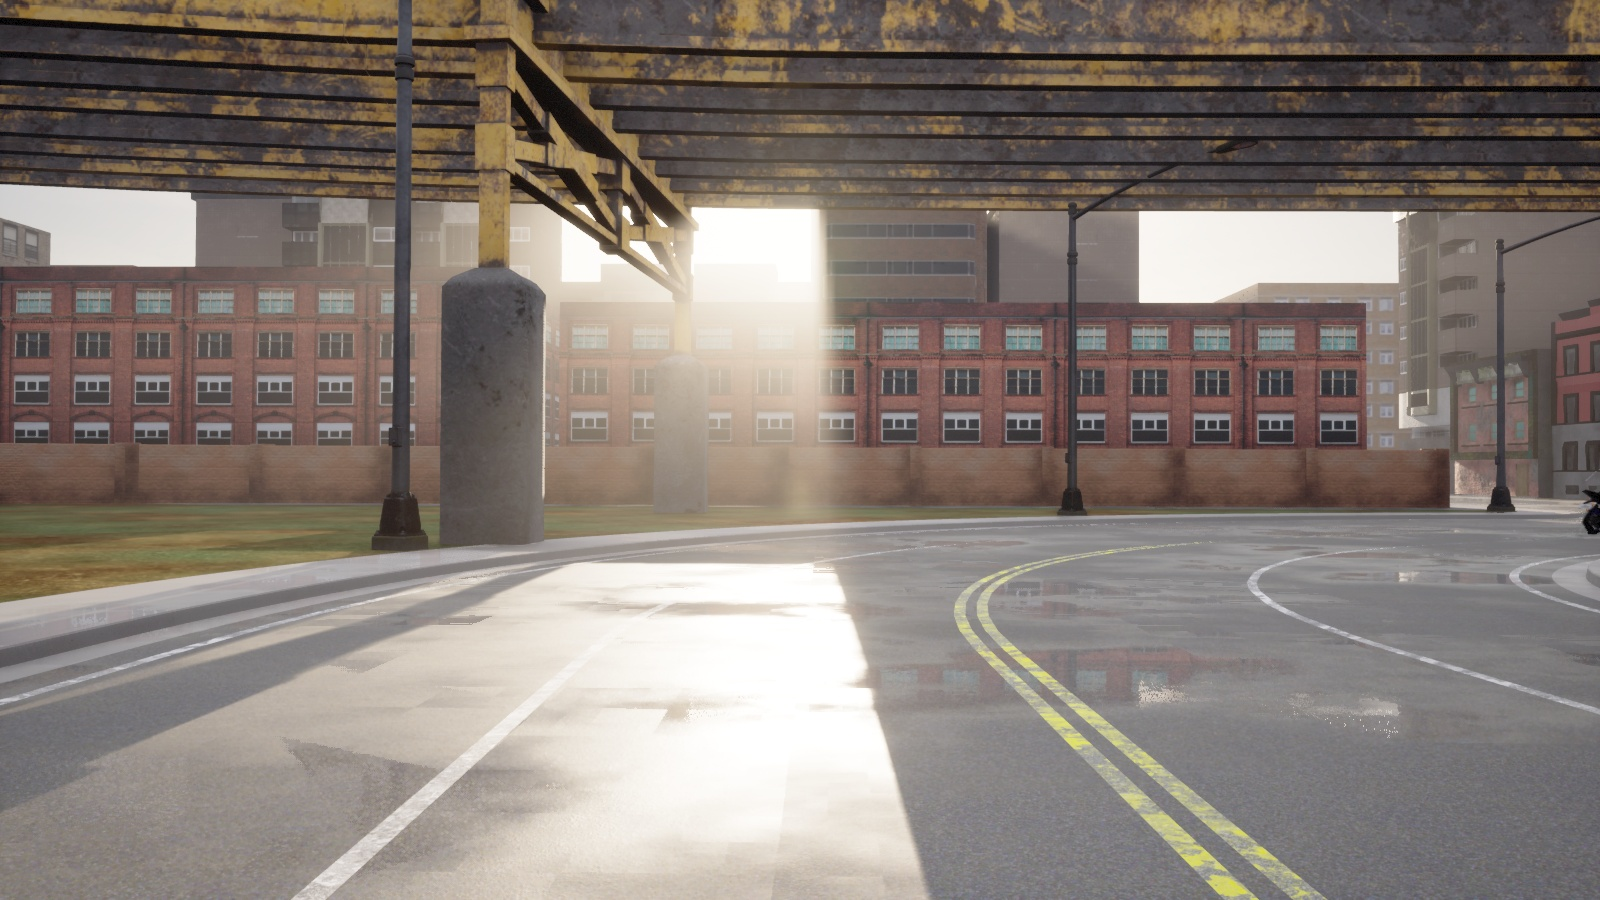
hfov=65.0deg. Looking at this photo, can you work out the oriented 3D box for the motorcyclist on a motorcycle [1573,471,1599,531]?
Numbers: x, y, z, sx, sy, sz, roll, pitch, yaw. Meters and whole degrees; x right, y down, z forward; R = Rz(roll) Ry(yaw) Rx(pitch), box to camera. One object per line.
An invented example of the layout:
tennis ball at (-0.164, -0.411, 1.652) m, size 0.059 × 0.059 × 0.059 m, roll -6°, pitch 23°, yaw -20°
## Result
motorcyclist on a motorcycle at (21.463, 1.315, 32.878) m, size 2.191 × 1.530 × 0.866 m, roll 0°, pitch -1°, yaw -17°
